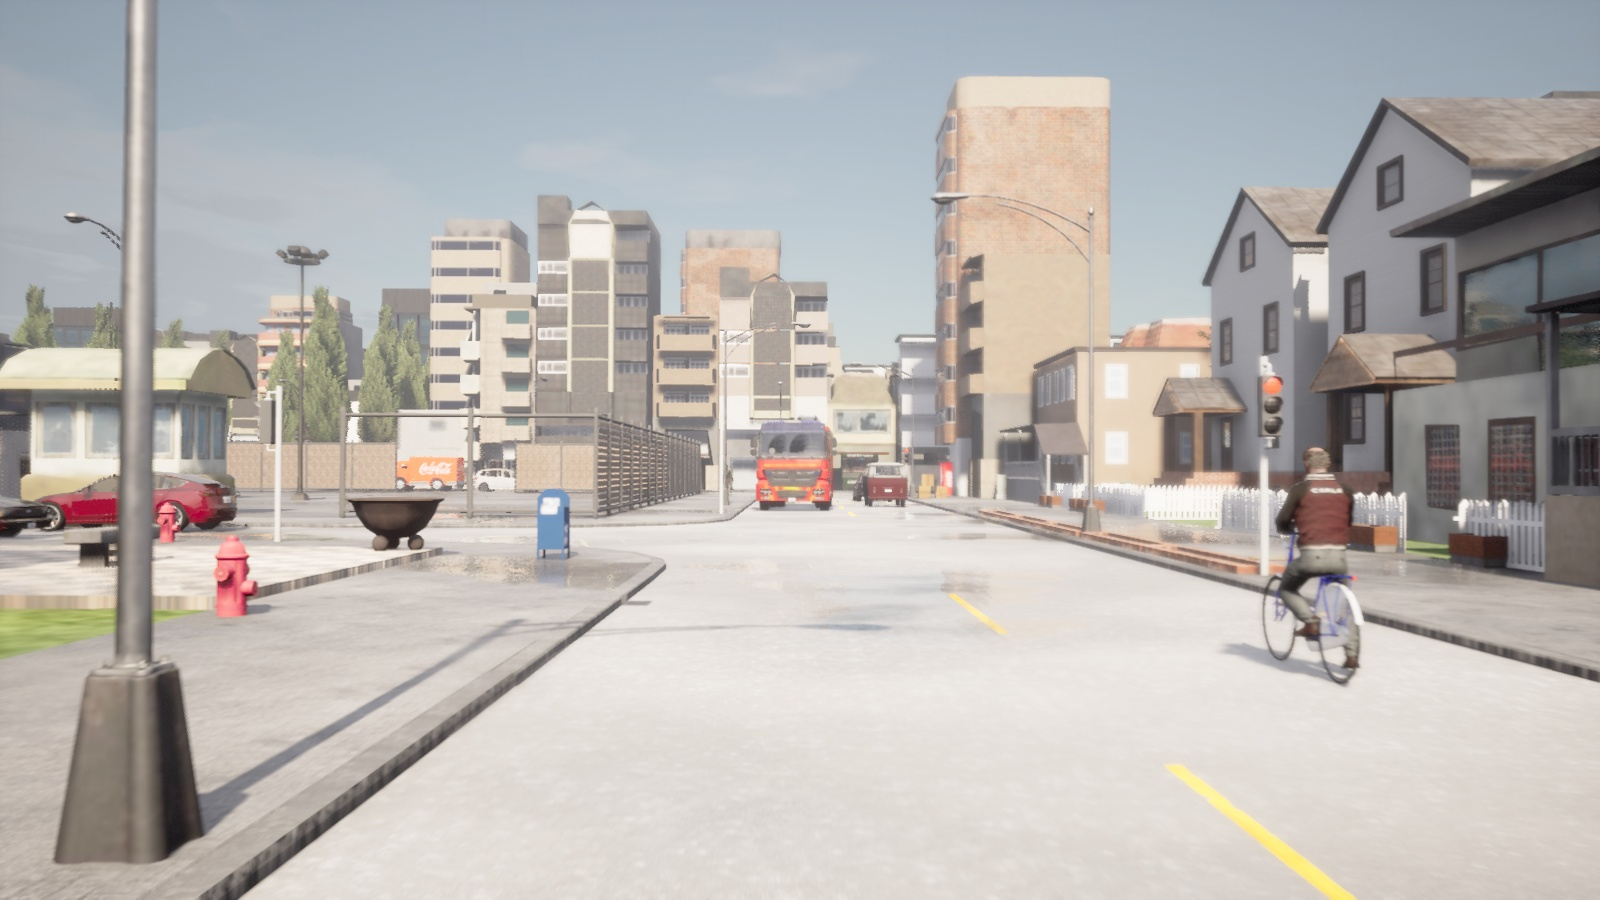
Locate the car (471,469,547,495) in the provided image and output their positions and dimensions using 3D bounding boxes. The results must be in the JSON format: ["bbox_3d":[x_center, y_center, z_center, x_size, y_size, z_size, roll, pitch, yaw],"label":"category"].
[{"bbox_3d":[-19.715,2.163,85.127,4.611,1.667,2.242,0,-1,0],"label":"car"}]

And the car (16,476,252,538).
[{"bbox_3d":[-16.625,1.409,31.535,4.792,1.488,2.163,0,-1,1],"label":"car"}]

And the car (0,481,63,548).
[{"bbox_3d":[-19.465,1.401,27.556,5.357,1.411,2.033,0,-1,-1],"label":"car"}]

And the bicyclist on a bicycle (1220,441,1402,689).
[{"bbox_3d":[3.981,0.836,9.942,0.659,1.776,1.843,0,-1,-1],"label":"bicyclist on a bicycle"}]

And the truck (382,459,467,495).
[{"bbox_3d":[-26.598,1.923,89.105,5.204,2.467,2.627,0,-1,0],"label":"truck"}]

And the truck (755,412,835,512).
[{"bbox_3d":[-0.092,0.529,52.453,2.891,3.827,8.468,0,-1,3],"label":"truck"}]

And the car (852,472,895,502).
[{"bbox_3d":[3.816,1.909,65.999,1.837,1.490,4.892,0,-1,-1],"label":"car"}]

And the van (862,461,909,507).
[{"bbox_3d":[3.830,1.504,56.854,1.775,1.987,4.442,0,-1,-1],"label":"van"}]
